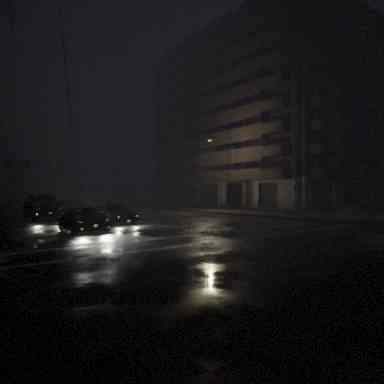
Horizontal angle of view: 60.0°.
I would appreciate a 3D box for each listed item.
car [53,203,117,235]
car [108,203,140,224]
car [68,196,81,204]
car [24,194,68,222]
[{"bbox_3d":[-6.241,1.591,19.130,1.994,1.385,4.181,0,0,-36],"label":"car"},{"bbox_3d":[-5.812,1.557,24.461,2.033,1.411,5.357,0,0,-36],"label":"car"},{"bbox_3d":[-11.897,1.503,32.784,2.128,1.511,4.902,0,0,-36],"label":"car"},{"bbox_3d":[-12.387,1.251,27.516,2.150,2.045,5.566,0,0,-36],"label":"car"}]
